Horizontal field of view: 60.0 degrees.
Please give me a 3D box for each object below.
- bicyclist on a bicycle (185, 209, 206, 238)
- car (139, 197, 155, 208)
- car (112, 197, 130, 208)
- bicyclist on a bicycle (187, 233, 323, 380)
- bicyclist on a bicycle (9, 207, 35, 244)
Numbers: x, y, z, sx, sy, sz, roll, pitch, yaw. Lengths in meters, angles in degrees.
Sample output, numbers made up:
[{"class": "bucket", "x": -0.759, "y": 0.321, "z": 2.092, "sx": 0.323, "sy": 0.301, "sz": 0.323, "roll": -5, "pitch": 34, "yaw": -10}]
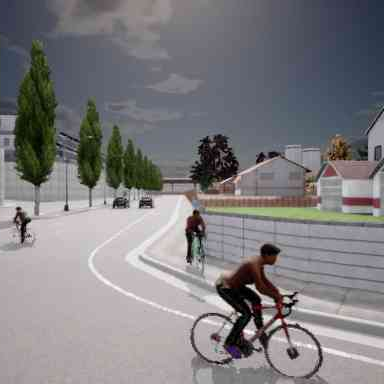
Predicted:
[{"class": "bicyclist on a bicycle", "x": 0.082, "y": 1.275, "z": 8.977, "sx": 0.582, "sy": 1.620, "sz": 1.656, "roll": -2, "pitch": 2, "yaw": -15}, {"class": "car", "x": -6.467, "y": 1.505, "z": 47.538, "sx": 1.837, "sy": 1.490, "sz": 4.892, "roll": 0, "pitch": 0, "yaw": -2}, {"class": "car", "x": -9.963, "y": 1.505, "z": 47.033, "sx": 1.837, "sy": 1.490, "sz": 4.892, "roll": 0, "pitch": 0, "yaw": -1}, {"class": "bicyclist on a bicycle", "x": 0.781, "y": 1.453, "z": 4.166, "sx": 1.656, "sy": 1.620, "sz": 0.582, "roll": 2, "pitch": 1, "yaw": 18}, {"class": "bicyclist on a bicycle", "x": -7.399, "y": 1.455, "z": 14.450, "sx": 1.656, "sy": 1.620, "sz": 0.582, "roll": -2, "pitch": -1, "yaw": 26}]
